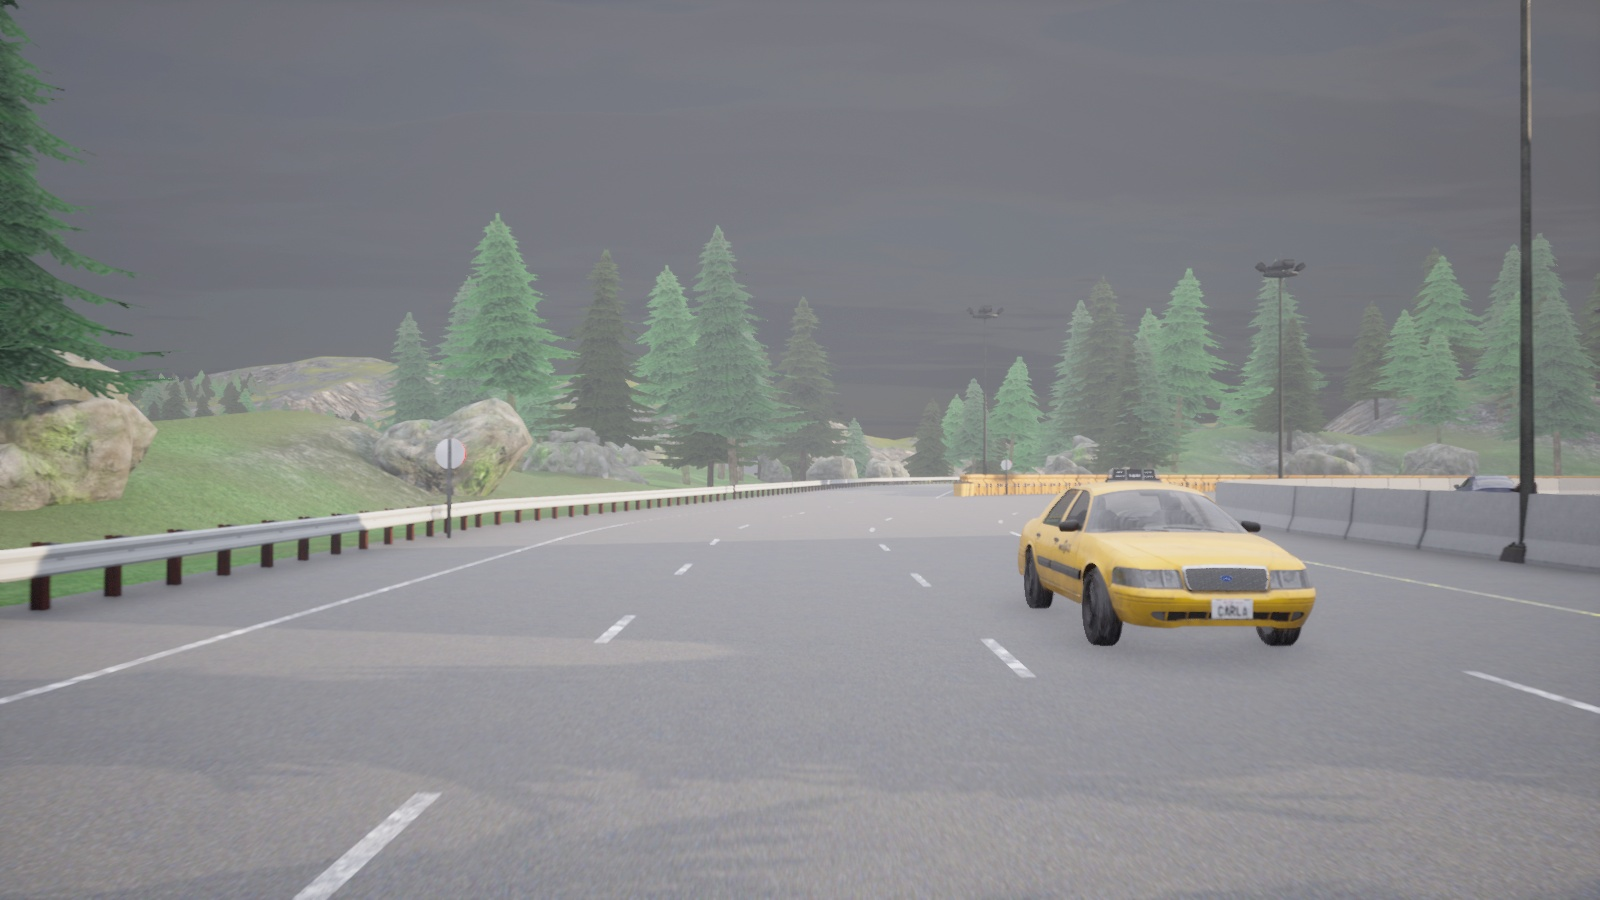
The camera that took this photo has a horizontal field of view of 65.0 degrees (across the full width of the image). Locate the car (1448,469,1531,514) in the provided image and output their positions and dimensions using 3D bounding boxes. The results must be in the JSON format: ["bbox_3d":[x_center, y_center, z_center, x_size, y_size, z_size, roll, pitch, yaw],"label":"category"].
[{"bbox_3d":[23.840,1.404,43.569,1.812,1.442,4.674,-1,-1,20],"label":"car"}]

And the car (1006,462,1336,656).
[{"bbox_3d":[3.472,0.934,12.959,1.801,1.575,5.366,0,-1,0],"label":"car"}]
